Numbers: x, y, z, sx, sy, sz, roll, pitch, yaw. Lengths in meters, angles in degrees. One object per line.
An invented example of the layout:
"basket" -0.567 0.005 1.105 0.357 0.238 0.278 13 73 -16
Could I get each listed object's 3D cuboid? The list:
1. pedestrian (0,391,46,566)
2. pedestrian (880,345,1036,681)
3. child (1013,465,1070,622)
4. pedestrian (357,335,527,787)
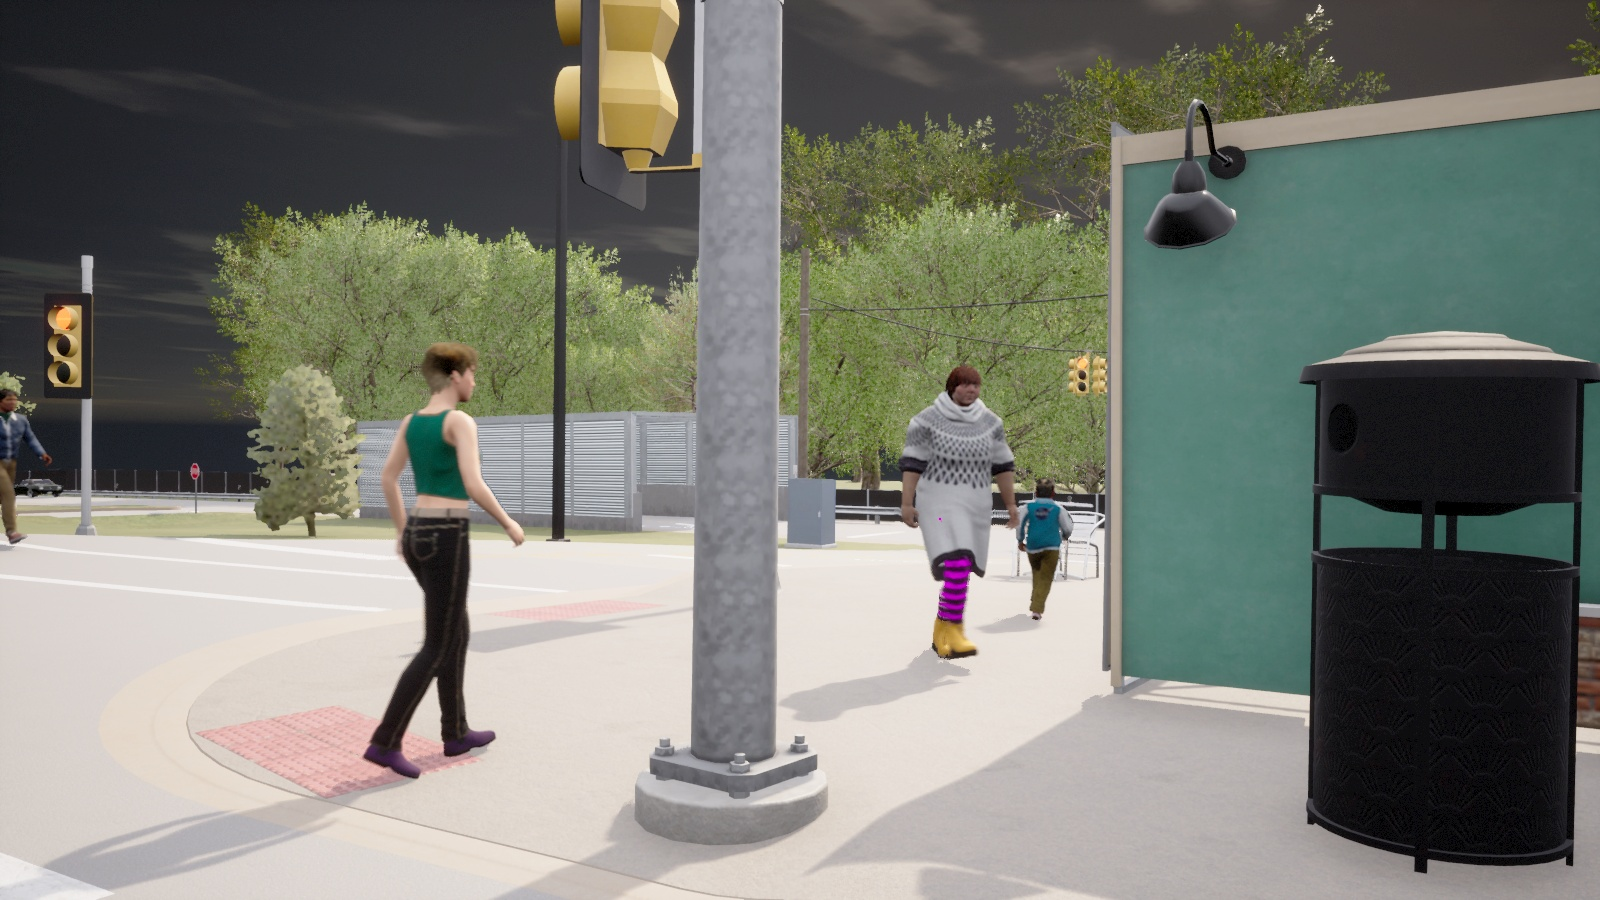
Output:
"pedestrian" -9.085 0.318 14.327 0.788 1.949 0.423 0 1 24
"pedestrian" 0.963 0.357 7.804 0.659 1.952 0.873 -1 1 -16
"child" 1.912 0.724 9.932 0.343 1.192 0.448 0 1 24
"pedestrian" -1.539 0.448 5.420 0.594 1.836 0.345 -1 1 -44
